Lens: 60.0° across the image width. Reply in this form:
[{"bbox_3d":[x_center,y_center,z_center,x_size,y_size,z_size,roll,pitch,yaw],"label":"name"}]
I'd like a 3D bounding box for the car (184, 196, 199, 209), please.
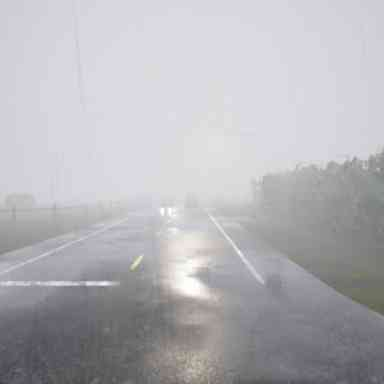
[{"bbox_3d":[-0.027,1.532,44.235,1.895,1.301,4.718,0,0,0],"label":"car"}]

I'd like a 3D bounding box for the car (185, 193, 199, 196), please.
[{"bbox_3d":[-0.033,1.123,54.239,2.150,2.045,5.566,0,0,0],"label":"car"}]

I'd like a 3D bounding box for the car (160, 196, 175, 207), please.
[{"bbox_3d":[-3.529,1.410,48.381,2.128,1.511,4.902,0,0,0],"label":"car"}]
